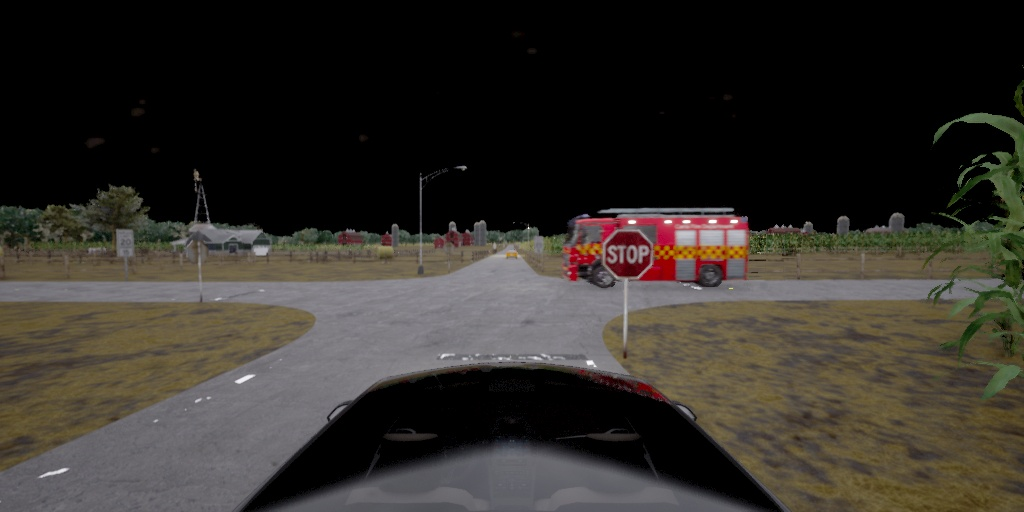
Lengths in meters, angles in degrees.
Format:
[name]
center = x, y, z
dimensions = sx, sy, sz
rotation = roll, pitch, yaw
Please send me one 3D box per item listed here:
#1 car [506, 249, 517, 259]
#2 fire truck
[car]
center = -0.035, -0.335, 61.541
dimensions = 1.882, 1.535, 5.008
rotation = 0, 1, 0
[fire truck]
center = 6.921, -0.411, 18.153
dimensions = 8.468, 3.827, 2.891
rotation = 0, 3, 0
